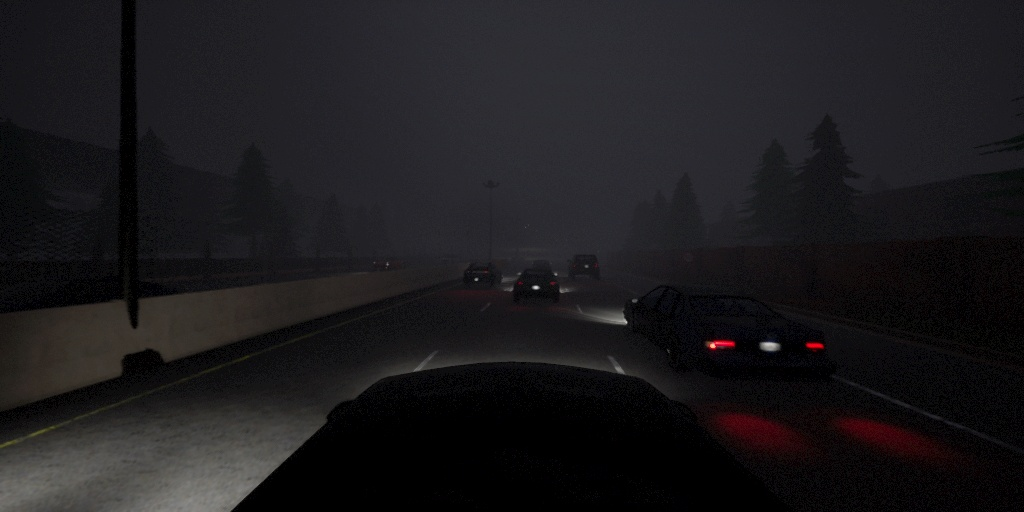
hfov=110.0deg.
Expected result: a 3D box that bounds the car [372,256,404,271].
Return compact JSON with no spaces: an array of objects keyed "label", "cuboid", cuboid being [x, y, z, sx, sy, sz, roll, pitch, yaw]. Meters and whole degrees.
[{"label":"car","cuboid":[-14.299,0.841,41.398,2.097,1.767,4.553,0,0,6]}]

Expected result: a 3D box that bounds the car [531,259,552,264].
[{"label":"car","cuboid":[2.983,1.084,36.317,1.882,1.535,5.008,0,0,5]}]

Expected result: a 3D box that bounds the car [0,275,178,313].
[{"label":"car","cuboid":[-10.276,1.191,8.207,1.812,1.442,4.674,0,0,3]}]

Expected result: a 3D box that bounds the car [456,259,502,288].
[{"label":"car","cuboid":[-1.791,1.133,22.854,2.128,1.511,4.902,0,0,5]}]

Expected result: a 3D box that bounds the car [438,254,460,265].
[{"label":"car","cuboid":[-9.469,0.661,54.573,2.150,2.045,5.566,0,0,5]}]

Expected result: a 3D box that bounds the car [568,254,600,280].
[{"label":"car","cuboid":[5.884,0.872,29.712,2.150,2.045,5.566,0,0,5]}]

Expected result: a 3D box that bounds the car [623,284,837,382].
[{"label":"car","cuboid":[3.782,1.291,7.454,2.033,1.411,5.357,0,0,5]}]

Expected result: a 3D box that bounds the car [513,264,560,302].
[{"label":"car","cuboid":[1.162,1.251,16.644,1.994,1.385,4.181,0,0,5]}]
